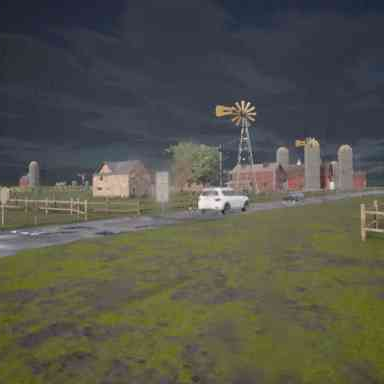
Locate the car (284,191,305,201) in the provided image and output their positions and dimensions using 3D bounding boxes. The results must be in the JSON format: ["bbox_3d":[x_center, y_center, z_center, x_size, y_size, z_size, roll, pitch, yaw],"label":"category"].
[{"bbox_3d":[15.130,0.612,49.152,1.994,1.385,4.181,-1,1,36],"label":"car"}]

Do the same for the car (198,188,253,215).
[{"bbox_3d":[2.709,0.719,27.345,2.150,2.045,5.566,-1,1,36],"label":"car"}]
